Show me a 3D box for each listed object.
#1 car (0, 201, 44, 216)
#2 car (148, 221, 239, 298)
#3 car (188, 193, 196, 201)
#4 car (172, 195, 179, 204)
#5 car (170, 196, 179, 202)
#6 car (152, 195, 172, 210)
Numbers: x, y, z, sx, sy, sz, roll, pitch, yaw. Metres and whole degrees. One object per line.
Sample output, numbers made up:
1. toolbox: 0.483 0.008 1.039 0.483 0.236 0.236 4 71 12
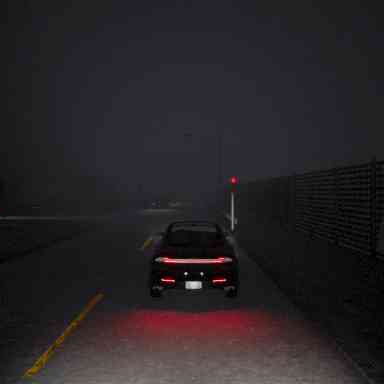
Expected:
1. car: -17.250 1.547 32.114 5.357 1.411 2.033 0 0 5
2. car: 0.055 1.492 8.524 2.128 1.511 4.902 0 0 1
3. car: 0.063 1.225 87.074 2.150 2.045 5.566 0 0 0
4. car: -4.025 1.352 60.958 2.097 1.767 4.553 0 0 0
5. car: -3.941 1.594 76.038 1.895 1.301 4.718 0 0 0
6. car: -4.066 1.504 43.807 1.837 1.490 4.892 0 0 0
